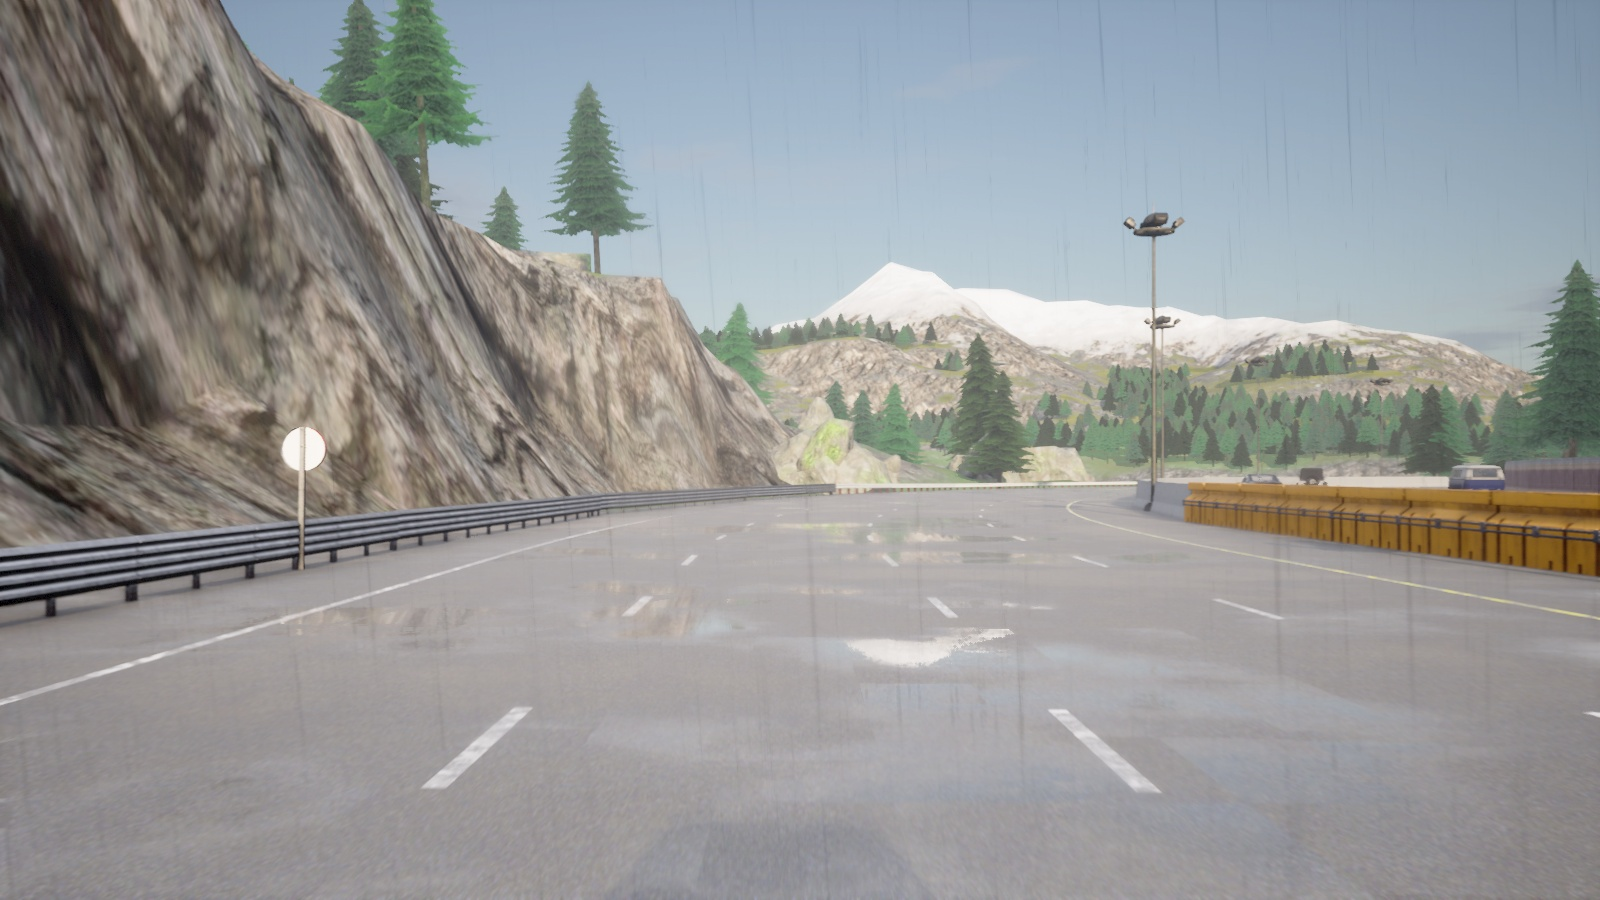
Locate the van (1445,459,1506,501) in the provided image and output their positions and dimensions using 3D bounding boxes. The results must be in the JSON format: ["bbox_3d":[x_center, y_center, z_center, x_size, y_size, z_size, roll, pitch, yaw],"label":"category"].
[{"bbox_3d":[33.414,1.473,62.190,1.775,1.987,4.442,-1,-1,17],"label":"van"}]

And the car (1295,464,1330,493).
[{"bbox_3d":[33.833,1.860,82.883,1.905,1.878,3.866,-1,-1,25],"label":"car"}]

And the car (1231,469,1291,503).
[{"bbox_3d":[21.679,1.673,59.172,2.128,1.511,4.902,-1,-1,14],"label":"car"}]
